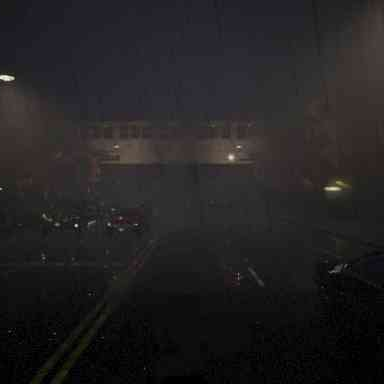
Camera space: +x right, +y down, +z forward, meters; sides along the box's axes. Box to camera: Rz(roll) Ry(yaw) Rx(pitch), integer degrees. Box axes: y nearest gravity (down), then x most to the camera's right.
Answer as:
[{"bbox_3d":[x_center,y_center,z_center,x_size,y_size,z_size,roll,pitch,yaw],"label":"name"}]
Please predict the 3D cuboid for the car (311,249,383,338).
[{"bbox_3d":[3.599,1.582,5.029,2.033,1.411,5.357,0,0,0],"label":"car"}]

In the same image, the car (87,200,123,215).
[{"bbox_3d":[-10.013,1.745,38.847,2.231,1.521,4.892,0,0,10],"label":"car"}]

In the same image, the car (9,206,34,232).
[{"bbox_3d":[-9.905,1.627,21.647,2.097,1.535,5.008,0,0,0],"label":"car"}]

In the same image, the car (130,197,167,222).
[{"bbox_3d":[-3.559,1.542,27.975,2.097,1.767,4.553,0,0,0],"label":"car"}]

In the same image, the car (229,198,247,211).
[{"bbox_3d":[6.715,1.935,50.078,1.895,1.301,4.718,0,0,0],"label":"car"}]

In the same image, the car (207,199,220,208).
[{"bbox_3d":[3.618,1.955,57.582,1.994,1.385,4.181,0,0,0],"label":"car"}]

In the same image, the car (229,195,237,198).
[{"bbox_3d":[6.669,1.619,57.476,2.435,2.045,5.566,0,0,0],"label":"car"}]

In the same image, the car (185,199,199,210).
[{"bbox_3d":[0.039,1.924,47.619,1.895,1.301,4.718,0,0,1],"label":"car"}]

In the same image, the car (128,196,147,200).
[{"bbox_3d":[-7.043,1.622,39.782,2.097,1.767,4.553,0,0,1],"label":"car"}]

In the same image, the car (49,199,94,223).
[{"bbox_3d":[-10.046,1.545,28.073,2.185,1.767,4.553,0,0,0],"label":"car"}]

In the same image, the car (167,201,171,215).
[{"bbox_3d":[-3.556,1.606,37.352,2.097,1.767,4.553,0,0,1],"label":"car"}]

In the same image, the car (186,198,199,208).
[{"bbox_3d":[0.118,1.882,57.589,2.128,1.511,4.902,0,0,0],"label":"car"}]

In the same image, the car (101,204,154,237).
[{"bbox_3d":[-3.565,1.656,19.188,1.812,1.442,4.674,0,0,0],"label":"car"}]

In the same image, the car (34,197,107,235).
[{"bbox_3d":[-7.070,1.359,20.131,2.150,2.045,5.566,0,0,-1],"label":"car"}]

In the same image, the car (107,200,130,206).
[{"bbox_3d":[-7.051,1.709,30.051,1.837,1.490,4.892,0,0,1],"label":"car"}]

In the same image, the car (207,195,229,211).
[{"bbox_3d":[3.534,1.542,47.204,2.150,2.045,5.566,0,0,1],"label":"car"}]
